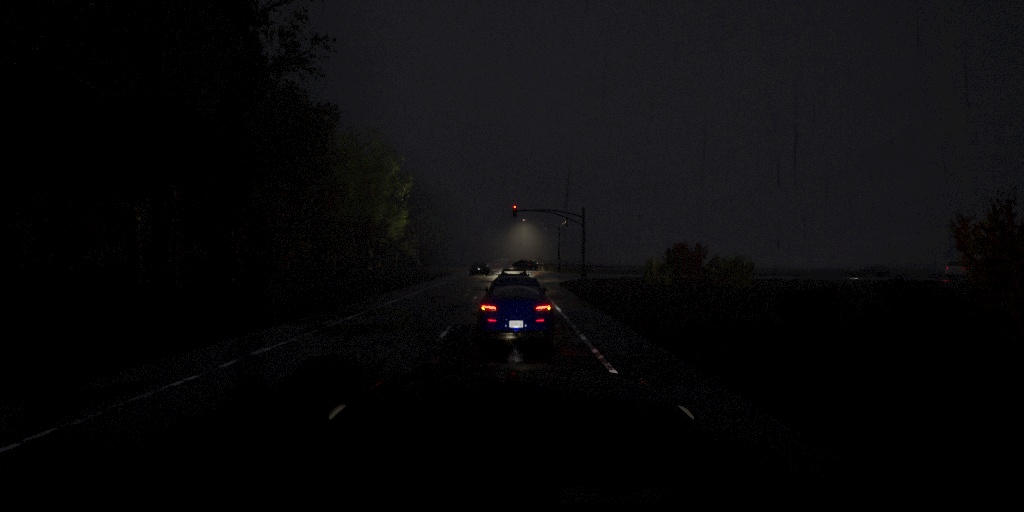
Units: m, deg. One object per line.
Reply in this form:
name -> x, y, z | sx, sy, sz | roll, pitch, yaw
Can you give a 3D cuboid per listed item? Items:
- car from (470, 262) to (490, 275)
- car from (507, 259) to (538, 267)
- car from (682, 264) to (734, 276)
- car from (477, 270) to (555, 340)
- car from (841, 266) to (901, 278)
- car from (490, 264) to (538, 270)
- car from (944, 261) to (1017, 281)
car -> -3.412, 1.328, 38.975 | 1.994, 1.385, 4.181 | 0, 0, 0
car -> 1.570, 1.264, 48.005 | 1.837, 1.490, 4.892 | -2, 1, -31
car -> 22.413, 1.607, 40.909 | 5.357, 1.411, 2.033 | 1, -1, 0
car -> 0.097, 1.279, 9.903 | 1.812, 1.442, 4.674 | 0, 0, 0
car -> 40.875, 1.808, 40.820 | 5.357, 1.411, 2.033 | 1, -1, 0
car -> 0.093, 1.321, 18.659 | 1.994, 1.385, 4.181 | 0, 0, 0
car -> 48.537, 1.505, 37.205 | 5.566, 2.045, 2.150 | 1, -1, 0
